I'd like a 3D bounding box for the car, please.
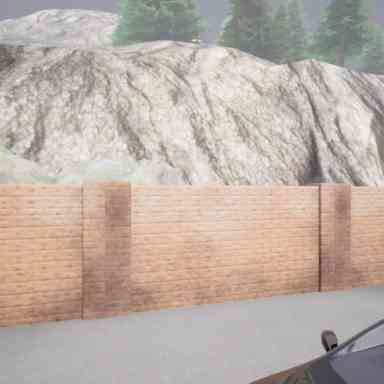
[{"bbox_3d":[2.067,1.491,1.964,4.902,1.511,2.128,0,0,-19],"label":"car"}]
